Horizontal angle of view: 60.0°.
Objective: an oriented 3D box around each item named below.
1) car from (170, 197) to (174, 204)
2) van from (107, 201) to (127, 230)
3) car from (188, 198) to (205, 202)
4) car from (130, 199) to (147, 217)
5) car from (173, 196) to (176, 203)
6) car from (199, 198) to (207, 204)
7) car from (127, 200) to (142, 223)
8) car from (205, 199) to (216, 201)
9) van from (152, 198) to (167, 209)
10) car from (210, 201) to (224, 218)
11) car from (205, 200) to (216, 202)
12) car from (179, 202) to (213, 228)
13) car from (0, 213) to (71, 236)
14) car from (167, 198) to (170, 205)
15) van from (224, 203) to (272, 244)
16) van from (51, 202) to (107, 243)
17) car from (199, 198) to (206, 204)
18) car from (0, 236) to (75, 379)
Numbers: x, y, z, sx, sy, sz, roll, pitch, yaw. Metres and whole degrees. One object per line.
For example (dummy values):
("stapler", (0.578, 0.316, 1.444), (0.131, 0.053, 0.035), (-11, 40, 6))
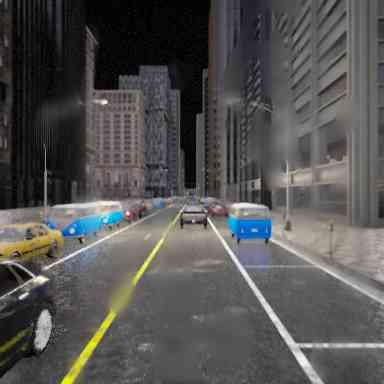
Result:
("car", (-5.719, 2.235, 72.987), (1.947, 1.339, 4.313), (0, -1, 0))
("van", (-5.752, 1.547, 22.223), (1.690, 1.788, 3.998), (0, -1, 0))
("car", (0.127, 1.873, 41.382), (2.128, 1.511, 4.902), (0, -1, 0))
("car", (-5.745, 1.625, 33.505), (2.192, 1.841, 5.009), (0, -1, 0))
("car", (-5.712, 2.210, 84.269), (1.967, 1.590, 4.097), (0, -1, 0))
("car", (2.814, 2.320, 84.265), (2.008, 1.369, 4.403), (0, 0, 0))
("car", (-5.748, 1.698, 27.862), (1.967, 1.590, 4.097), (0, -1, 0))
("car", (2.788, 1.979, 44.782), (1.947, 1.339, 4.313), (0, -1, 0))
("van", (-5.731, 1.857, 56.068), (1.690, 1.788, 3.998), (0, -1, 0))
("car", (2.781, 1.891, 33.501), (1.802, 1.307, 4.206), (0, -1, 0))
("car", (2.785, 1.943, 39.141), (1.802, 1.307, 4.206), (0, -1, 0))
("car", (0.115, 1.711, 23.846), (2.128, 1.511, 4.902), (0, -1, 0))
("car", (-5.758, 1.626, 10.770), (1.752, 1.417, 4.829), (0, -1, 0))
("car", (-5.726, 2.112, 61.706), (1.887, 1.381, 4.507), (0, -1, 0))
("van", (2.770, 1.495, 16.582), (1.690, 1.788, 3.998), (0, -1, 0))
("van", (-5.756, 1.495, 16.582), (1.690, 1.788, 3.998), (0, -1, 0))
("car", (2.817, 2.384, 89.905), (1.947, 1.339, 4.313), (0, 0, 0))
("car", (-2.997, 1.536, 3.308), (1.837, 1.490, 4.892), (0, 0, 0))
